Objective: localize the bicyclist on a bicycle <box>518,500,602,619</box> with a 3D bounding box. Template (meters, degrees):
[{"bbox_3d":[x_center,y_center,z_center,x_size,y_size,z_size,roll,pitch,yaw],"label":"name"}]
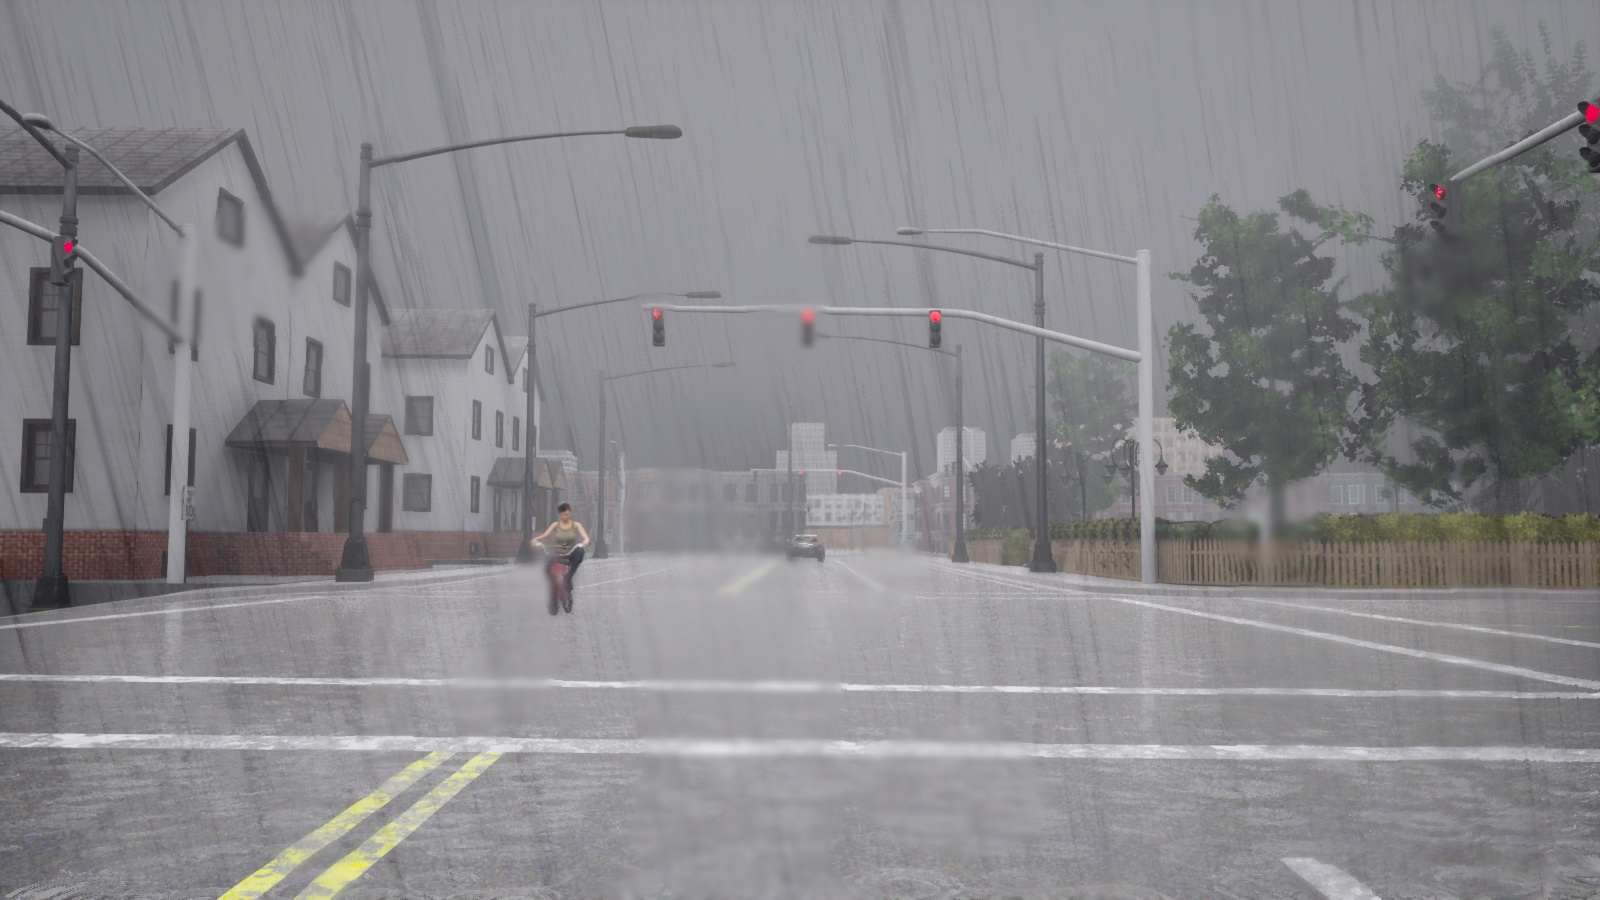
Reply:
[{"bbox_3d":[-3.387,1.542,17.857,0.866,1.612,1.509,0,-4,0],"label":"bicyclist on a bicycle"}]

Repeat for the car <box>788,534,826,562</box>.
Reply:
[{"bbox_3d":[0.374,5.232,67.110,1.970,1.475,3.806,0,-4,1],"label":"car"}]
